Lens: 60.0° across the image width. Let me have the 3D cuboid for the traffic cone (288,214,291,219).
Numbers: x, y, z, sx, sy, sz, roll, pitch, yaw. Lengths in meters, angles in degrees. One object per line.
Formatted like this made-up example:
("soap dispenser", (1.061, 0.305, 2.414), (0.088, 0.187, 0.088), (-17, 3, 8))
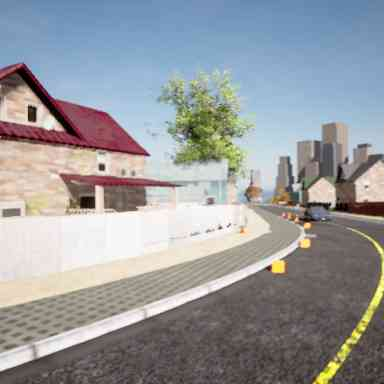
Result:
("traffic cone", (10.536, 2.641, 36.005), (0.340, 0.580, 0.340), (-1, -2, 9))

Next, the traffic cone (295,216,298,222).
("traffic cone", (9.786, 2.509, 31.062), (0.340, 0.580, 0.340), (-1, -2, 9))

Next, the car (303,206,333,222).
("car", (12.209, 2.118, 32.566), (2.033, 1.411, 5.357), (-1, -2, 9))

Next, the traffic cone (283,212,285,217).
("traffic cone", (11.285, 2.773, 40.948), (0.340, 0.580, 0.340), (-1, -2, 9))
